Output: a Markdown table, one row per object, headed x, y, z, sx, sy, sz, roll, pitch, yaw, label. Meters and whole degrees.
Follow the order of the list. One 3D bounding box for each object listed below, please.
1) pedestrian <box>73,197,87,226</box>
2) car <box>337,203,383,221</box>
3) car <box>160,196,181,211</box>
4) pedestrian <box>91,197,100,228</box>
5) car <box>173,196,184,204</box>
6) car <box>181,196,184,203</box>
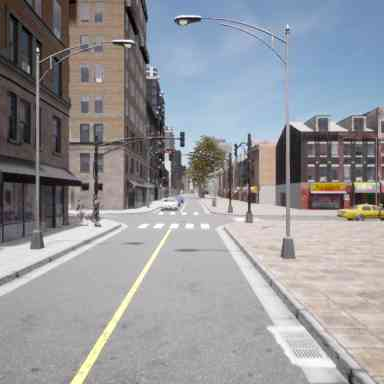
| x | y | z | sx | sy | sz | roll | pitch | yaw | label |
| --- | --- | --- | --- | --- | --- | --- | --- | --- | --- |
| -6.738 | 1.131 | 20.006 | 0.375 | 1.860 | 0.375 | 0 | 0 | 0 | pedestrian |
| 13.987 | 1.581 | 26.098 | 4.829 | 1.417 | 1.752 | 0 | -1 | 0 | car |
| -2.697 | 1.483 | 40.646 | 1.812 | 1.442 | 4.674 | 0 | 0 | 0 | car |
| -5.602 | 1.134 | 19.365 | 0.375 | 1.860 | 0.375 | 0 | 0 | 0 | pedestrian |
| -2.557 | 1.449 | 64.403 | 1.812 | 1.442 | 4.674 | 0 | 0 | 1 | car |
| -2.661 | 1.489 | 50.425 | 2.033 | 1.411 | 5.357 | 0 | 0 | 0 | car |
